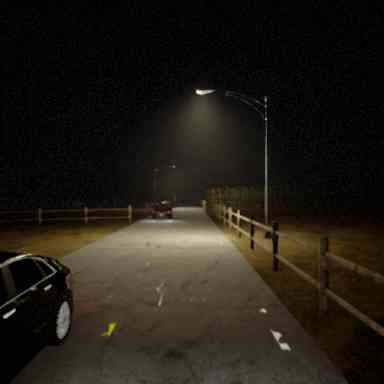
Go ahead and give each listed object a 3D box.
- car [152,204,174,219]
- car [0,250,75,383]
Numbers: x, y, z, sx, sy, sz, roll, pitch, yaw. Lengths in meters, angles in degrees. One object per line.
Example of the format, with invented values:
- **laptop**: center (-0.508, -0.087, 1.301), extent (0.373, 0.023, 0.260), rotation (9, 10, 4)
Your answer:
- **car**: center (-2.808, 1.878, 32.832), extent (1.812, 1.442, 4.674), rotation (0, -1, 0)
- **car**: center (-2.848, 1.534, 3.667), extent (1.837, 1.490, 4.892), rotation (0, -1, 0)
